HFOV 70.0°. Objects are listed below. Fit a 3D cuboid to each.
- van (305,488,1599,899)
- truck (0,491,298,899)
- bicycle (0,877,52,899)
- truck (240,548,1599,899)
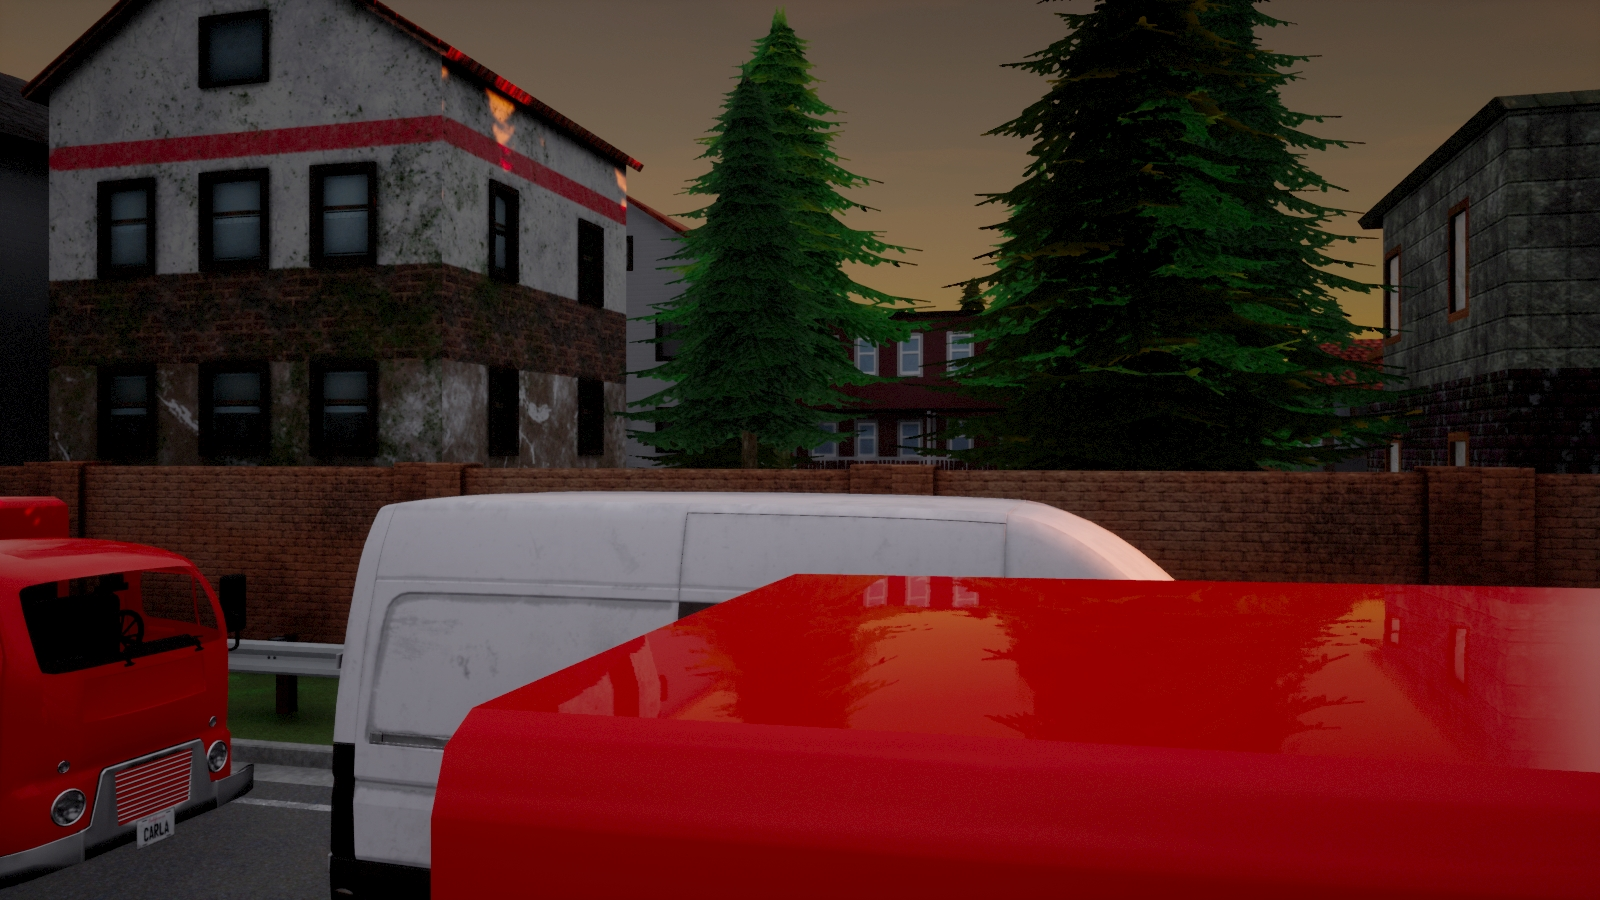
[{"bbox_3d":[0.608,1.535,6.000,5.915,2.561,1.988,0,0,15],"label":"van"},{"bbox_3d":[-6.587,1.568,7.895,5.204,2.467,2.627,0,0,15],"label":"truck"},{"bbox_3d":[-3.101,2.056,3.494,1.643,1.496,0.373,0,0,16],"label":"bicycle"},{"bbox_3d":[2.192,1.568,1.959,5.204,2.467,2.627,0,0,15],"label":"truck"}]
